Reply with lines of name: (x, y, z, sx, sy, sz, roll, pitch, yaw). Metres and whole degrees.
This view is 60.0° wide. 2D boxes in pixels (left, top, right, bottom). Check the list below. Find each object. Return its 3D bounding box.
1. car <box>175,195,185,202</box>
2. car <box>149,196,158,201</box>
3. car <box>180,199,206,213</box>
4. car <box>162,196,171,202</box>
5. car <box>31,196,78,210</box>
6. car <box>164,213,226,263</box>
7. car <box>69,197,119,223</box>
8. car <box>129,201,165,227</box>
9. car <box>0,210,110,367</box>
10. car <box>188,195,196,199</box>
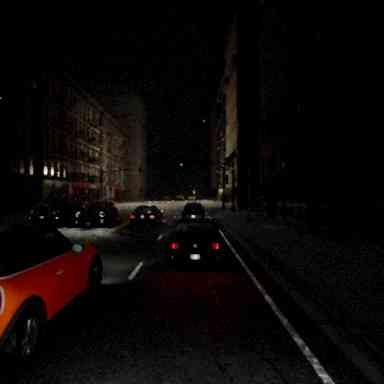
car: (-3.254, 1.623, 86.067, 2.097, 1.767, 4.553, 0, 0, 0)
car: (-9.754, 1.822, 85.316, 1.994, 1.385, 4.181, 0, 0, 0)
car: (0.099, 1.603, 27.494, 1.837, 1.490, 4.892, 0, 0, 0)
car: (-6.504, 1.810, 85.316, 2.033, 1.411, 5.357, 0, 0, 0)
car: (-9.829, 1.311, 24.565, 2.150, 2.045, 5.566, 0, 0, 0)
car: (0.100, 1.645, 12.133, 1.895, 1.301, 4.718, 0, 0, 0)
car: (-6.580, 1.435, 23.378, 2.097, 1.767, 4.553, 0, 0, 0)
car: (-3.150, 1.632, 23.590, 2.033, 1.411, 5.357, 0, 0, 0)
car: (-3.149, 1.373, 5.973, 2.097, 1.767, 4.553, 0, 0, 0)
car: (-0.004, 1.863, 85.744, 1.895, 1.301, 4.718, 0, 0, 0)
